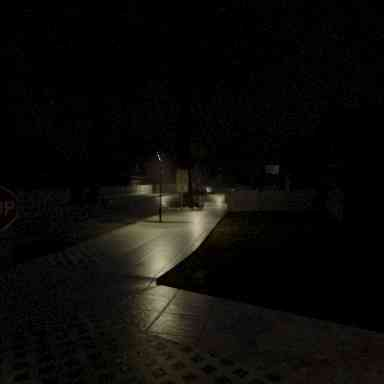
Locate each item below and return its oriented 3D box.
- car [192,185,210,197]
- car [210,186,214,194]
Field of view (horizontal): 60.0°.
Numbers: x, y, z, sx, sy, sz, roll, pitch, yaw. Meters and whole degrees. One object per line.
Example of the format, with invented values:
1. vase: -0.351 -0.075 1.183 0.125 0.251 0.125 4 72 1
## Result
1. car: 1.025 -0.181 48.713 1.882 1.535 5.008 1 2 10
2. car: 2.796 -0.445 58.480 1.812 1.442 4.674 1 2 10
